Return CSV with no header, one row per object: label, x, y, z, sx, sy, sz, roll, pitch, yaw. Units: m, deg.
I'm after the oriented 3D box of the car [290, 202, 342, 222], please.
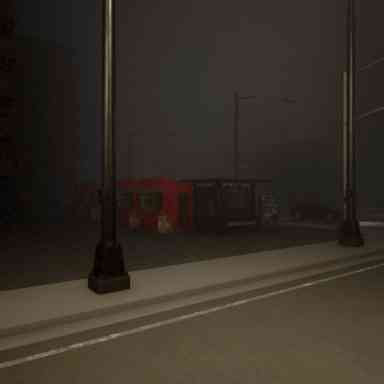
car,10.499,1.612,27.588,1.837,1.490,4.892,0,-1,-36
